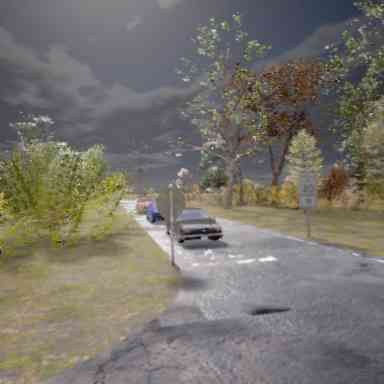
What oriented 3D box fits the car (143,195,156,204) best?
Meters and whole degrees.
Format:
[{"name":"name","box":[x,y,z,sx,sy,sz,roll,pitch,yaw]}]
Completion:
[{"name":"car","box":[-7.757,1.365,59.852,1.812,1.442,4.674,-2,0,-14]}]

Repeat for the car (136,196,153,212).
[{"name":"car","box":[-4.734,1.283,35.148,2.097,1.767,4.553,-2,0,-14]}]

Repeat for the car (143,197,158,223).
[{"name":"car","box":[-2.366,1.420,25.450,1.882,1.535,5.008,-2,0,-14]}]

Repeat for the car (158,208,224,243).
[{"name":"car","box":[-0.110,1.502,16.255,2.033,1.411,5.357,-2,0,-14]}]

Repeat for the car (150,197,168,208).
[{"name":"car","box":[-4.824,1.408,47.880,1.994,1.385,4.181,-2,0,-13]}]
